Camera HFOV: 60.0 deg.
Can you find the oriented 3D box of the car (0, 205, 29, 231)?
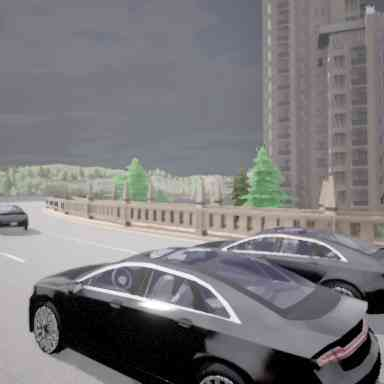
[{"bbox_3d":[-11.181,1.498,19.771,2.128,1.511,4.902,0,0,-40],"label":"car"}]

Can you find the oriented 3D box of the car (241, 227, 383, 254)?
[{"bbox_3d":[1.911,1.517,7.130,4.902,1.511,2.128,0,0,37],"label":"car"}]

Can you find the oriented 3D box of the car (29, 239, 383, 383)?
[{"bbox_3d":[-0.302,1.504,4.429,4.902,1.511,2.128,0,0,37],"label":"car"}]
